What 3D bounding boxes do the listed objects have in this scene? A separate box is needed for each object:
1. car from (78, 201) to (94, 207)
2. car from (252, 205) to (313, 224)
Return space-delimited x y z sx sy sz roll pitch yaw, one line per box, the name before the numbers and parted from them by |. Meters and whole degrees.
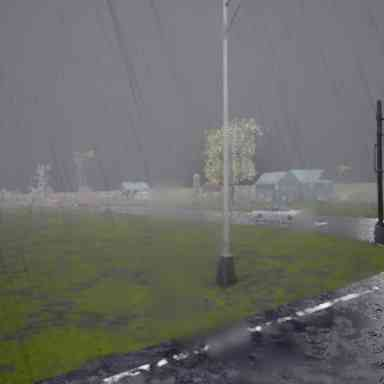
car | -20.896 2.382 65.586 1.895 1.301 4.718 -2 0 -36
car | 7.118 1.742 26.500 1.895 1.301 4.718 -2 0 -36
